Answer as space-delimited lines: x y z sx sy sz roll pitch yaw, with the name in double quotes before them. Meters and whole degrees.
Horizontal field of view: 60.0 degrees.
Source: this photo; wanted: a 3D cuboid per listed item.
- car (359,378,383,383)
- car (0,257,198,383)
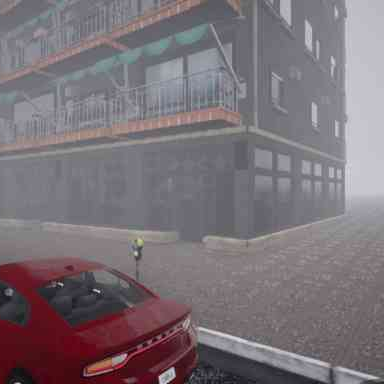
"car" 2.551 1.566 1.059 4.313 1.339 1.947 0 0 35
"car" -2.042 1.545 4.326 4.507 1.381 1.887 0 0 35
